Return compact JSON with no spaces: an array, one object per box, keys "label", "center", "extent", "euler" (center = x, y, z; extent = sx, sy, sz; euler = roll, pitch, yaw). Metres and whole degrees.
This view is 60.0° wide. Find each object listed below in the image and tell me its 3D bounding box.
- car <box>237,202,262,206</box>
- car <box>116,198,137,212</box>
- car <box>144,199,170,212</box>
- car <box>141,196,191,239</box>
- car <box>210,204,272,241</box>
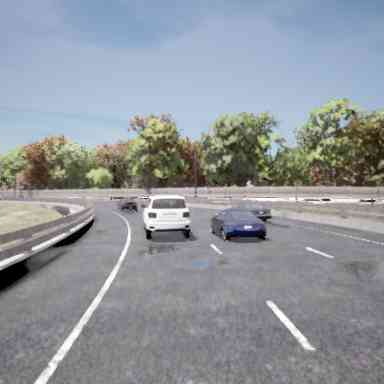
[{"label":"car","center":[4.147,1.474,25.212],"extent":[2.033,1.411,5.357],"euler":[-1,0,-14]},{"label":"car","center":[-7.784,1.529,39.506],"extent":[1.837,1.490,4.892],"euler":[0,0,-22]},{"label":"car","center":[-4.242,1.553,39.971],"extent":[1.994,1.385,4.181],"euler":[-1,0,-22]},{"label":"car","center":[-1.464,1.213,17.658],"extent":[2.150,2.045,5.566],"euler":[0,0,-10]},{"label":"car","center":[2.164,1.521,16.595],"extent":[1.994,1.385,4.181],"euler":[-1,0,-9]}]
